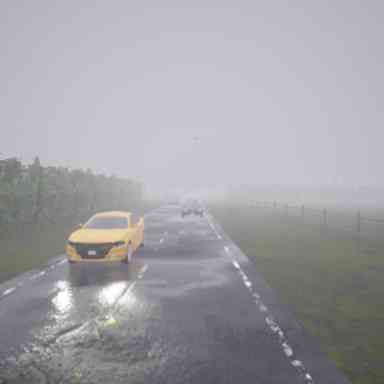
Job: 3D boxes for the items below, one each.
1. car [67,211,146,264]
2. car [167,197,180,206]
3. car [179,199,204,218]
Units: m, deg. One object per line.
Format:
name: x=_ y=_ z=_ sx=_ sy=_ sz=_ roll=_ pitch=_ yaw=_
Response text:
car: x=-2.861 y=1.466 z=12.027 sx=1.882 sy=1.535 sz=5.008 roll=0 pitch=0 yaw=0
car: x=-2.891 y=1.465 z=53.554 sx=2.033 sy=1.411 sz=5.357 roll=0 pitch=0 yaw=0
car: x=0.049 y=1.564 z=29.825 sx=1.895 sy=1.301 sz=4.718 roll=0 pitch=0 yaw=0
